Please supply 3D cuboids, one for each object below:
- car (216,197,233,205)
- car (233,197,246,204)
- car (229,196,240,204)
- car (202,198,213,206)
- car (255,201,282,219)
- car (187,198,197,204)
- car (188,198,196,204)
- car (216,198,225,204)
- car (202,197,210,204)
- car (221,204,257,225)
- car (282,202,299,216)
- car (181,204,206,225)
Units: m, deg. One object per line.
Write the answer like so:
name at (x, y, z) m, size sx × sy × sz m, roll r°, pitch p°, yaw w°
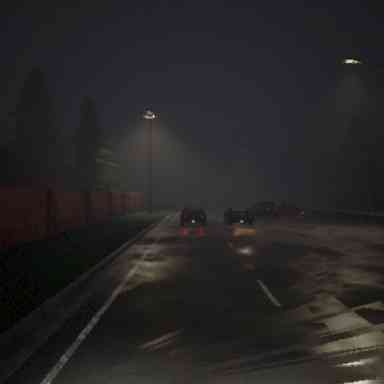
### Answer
car at (7.001, 2.225, 72.326) m, size 2.033 × 1.411 × 5.357 m, roll 0°, pitch -1°, yaw 0°
car at (10.501, 2.239, 72.709) m, size 1.994 × 1.385 × 4.181 m, roll 0°, pitch -1°, yaw 0°
car at (10.501, 2.009, 82.718) m, size 2.097 × 1.767 × 4.553 m, roll 0°, pitch -1°, yaw 0°
car at (3.501, 2.186, 72.326) m, size 1.837 × 1.490 × 4.892 m, roll 0°, pitch -1°, yaw 0°
car at (7.101, 1.666, 33.185) m, size 2.097 × 1.767 × 4.553 m, roll 0°, pitch -1°, yaw 0°
car at (0.001, 2.216, 72.742) m, size 1.812 × 1.442 × 4.674 m, roll 0°, pitch -1°, yaw 0°
car at (0.001, 2.158, 82.746) m, size 1.837 × 1.490 × 4.892 m, roll 0°, pitch -1°, yaw 0°
car at (7.001, 2.208, 82.746) m, size 1.994 × 1.385 × 4.181 m, roll 0°, pitch -1°, yaw 0°
car at (3.501, 2.135, 82.747) m, size 1.882 × 1.535 × 5.008 m, roll 0°, pitch -1°, yaw 0°
car at (3.600, 1.852, 26.437) m, size 1.895 × 1.301 × 4.718 m, roll 0°, pitch -1°, yaw 0°
car at (10.600, 1.848, 37.802) m, size 2.128 × 1.511 × 4.902 m, roll 0°, pitch -1°, yaw 0°
car at (0.101, 1.854, 26.462) m, size 1.895 × 1.301 × 4.718 m, roll 0°, pitch -1°, yaw 0°
